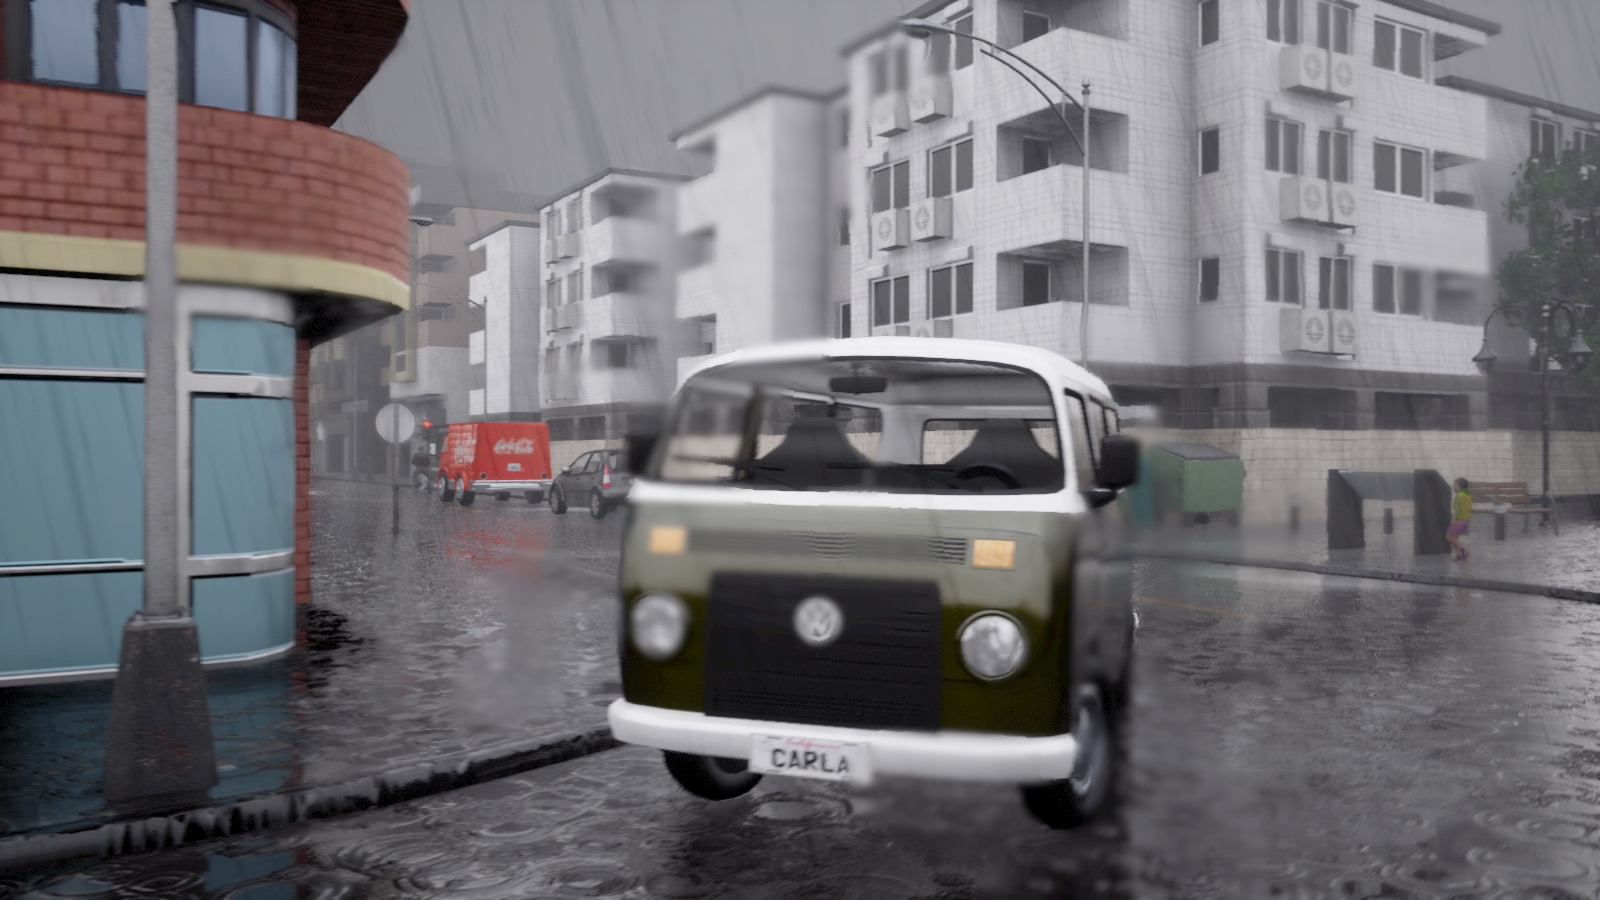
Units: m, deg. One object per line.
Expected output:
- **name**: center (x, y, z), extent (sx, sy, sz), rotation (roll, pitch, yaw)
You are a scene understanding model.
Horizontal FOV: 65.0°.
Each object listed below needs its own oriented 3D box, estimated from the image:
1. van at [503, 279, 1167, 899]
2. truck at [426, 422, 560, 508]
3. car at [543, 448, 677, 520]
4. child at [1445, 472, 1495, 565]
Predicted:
- **van**: center (0.647, 0.491, 6.268), extent (2.069, 2.038, 4.480), rotation (1, 0, 19)
- **truck**: center (-9.564, 0.441, 38.820), extent (2.627, 2.467, 5.204), rotation (0, 0, -31)
- **car**: center (-4.699, 0.777, 30.592), extent (1.851, 1.617, 3.988), rotation (0, 0, -31)
- **child**: center (8.533, 0.865, 15.991), extent (0.299, 1.160, 0.473), rotation (0, 0, -38)
